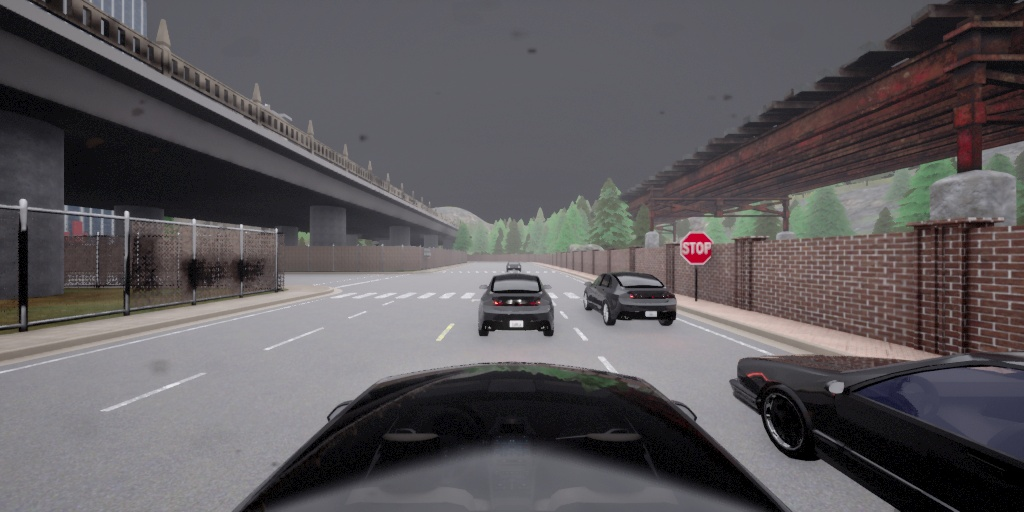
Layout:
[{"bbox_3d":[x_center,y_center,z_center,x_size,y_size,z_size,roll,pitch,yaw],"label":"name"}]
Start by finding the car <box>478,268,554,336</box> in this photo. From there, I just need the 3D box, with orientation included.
[{"bbox_3d":[0.103,1.255,10.334,1.837,1.490,4.892,0,0,0],"label":"car"}]

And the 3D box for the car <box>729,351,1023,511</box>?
[{"bbox_3d":[3.600,1.297,1.945,2.033,1.411,5.357,0,0,0],"label":"car"}]

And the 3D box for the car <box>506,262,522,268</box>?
[{"bbox_3d":[0.218,1.351,45.476,1.895,1.301,4.718,0,0,-1],"label":"car"}]

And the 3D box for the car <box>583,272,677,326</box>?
[{"bbox_3d":[3.605,1.255,11.692,1.837,1.490,4.892,0,0,0],"label":"car"}]
